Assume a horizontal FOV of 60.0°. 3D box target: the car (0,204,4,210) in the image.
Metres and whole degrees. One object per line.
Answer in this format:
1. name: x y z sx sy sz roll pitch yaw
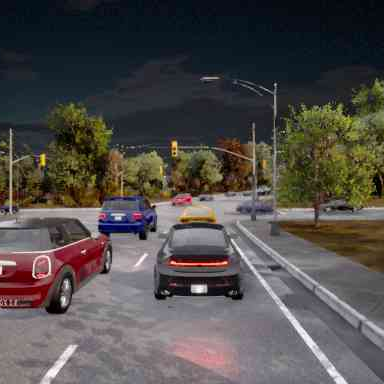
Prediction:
1. car: -21.519 1.709 32.172 4.902 1.511 2.128 -1 0 4

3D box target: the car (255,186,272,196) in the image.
1. car: 17.947 0.150 83.044 1.882 1.535 5.008 0 3 33

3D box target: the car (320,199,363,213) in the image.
1. car: 16.385 1.534 37.011 4.902 1.511 2.128 -1 0 4

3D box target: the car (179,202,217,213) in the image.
1. car: 0.348 1.518 17.846 1.882 1.535 5.008 0 0 2

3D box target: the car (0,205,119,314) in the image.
1. car: -3.353 1.363 7.801 2.097 1.767 4.553 0 0 1

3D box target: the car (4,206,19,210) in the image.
1. car: -21.174 1.827 35.662 4.718 1.301 1.895 -1 0 3

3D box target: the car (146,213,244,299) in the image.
1. car: 0.154 1.517 8.467 1.837 1.490 4.892 0 0 1

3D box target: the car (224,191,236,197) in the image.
1. car: 9.428 0.531 82.411 1.994 1.385 4.181 0 3 28

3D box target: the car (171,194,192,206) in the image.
1. car: -1.644 1.330 55.952 2.150 2.045 5.566 0 1 17

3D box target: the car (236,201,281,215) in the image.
1. car: 6.854 1.620 34.396 4.674 1.442 1.812 0 0 20

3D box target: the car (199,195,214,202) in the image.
1. car: 3.084 1.273 69.498 2.033 1.411 5.357 0 2 21

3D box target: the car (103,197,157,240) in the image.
1. car: -3.181 1.260 17.364 2.150 2.045 5.566 0 0 2

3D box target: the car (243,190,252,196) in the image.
1. car: 14.627 0.267 84.324 1.994 1.385 4.181 0 3 33
